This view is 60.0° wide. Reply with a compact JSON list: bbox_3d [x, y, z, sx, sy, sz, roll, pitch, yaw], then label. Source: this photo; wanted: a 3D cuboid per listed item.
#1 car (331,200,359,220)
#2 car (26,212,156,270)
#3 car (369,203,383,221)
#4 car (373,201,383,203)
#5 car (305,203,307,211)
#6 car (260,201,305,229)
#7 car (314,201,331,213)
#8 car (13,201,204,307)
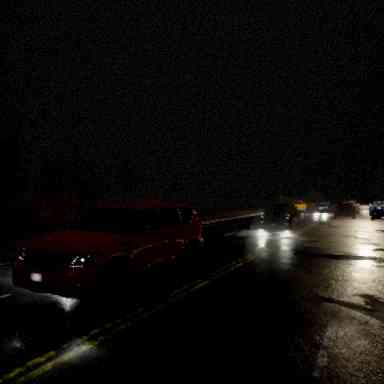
[{"bbox_3d":[15.484,1.886,33.534,1.882,1.535,5.008,0,-1,28],"label":"car"},{"bbox_3d":[-3.407,1.609,12.287,1.812,1.442,4.674,0,-1,28],"label":"car"},{"bbox_3d":[17.847,2.006,31.165,1.895,1.301,4.718,0,-1,28],"label":"car"},{"bbox_3d":[22.562,1.867,40.024,2.097,1.767,4.553,0,-1,28],"label":"car"},{"bbox_3d":[14.856,1.994,46.608,1.882,1.535,5.008,0,-1,28],"label":"car"},{"bbox_3d":[6.427,1.609,23.859,2.097,1.767,4.553,0,0,28],"label":"car"},{"bbox_3d":[17.984,2.023,45.567,2.128,1.511,4.902,0,-1,28],"label":"car"},{"bbox_3d":[-1.634,1.287,8.704,2.150,2.045,5.566,0,-1,28],"label":"car"}]
